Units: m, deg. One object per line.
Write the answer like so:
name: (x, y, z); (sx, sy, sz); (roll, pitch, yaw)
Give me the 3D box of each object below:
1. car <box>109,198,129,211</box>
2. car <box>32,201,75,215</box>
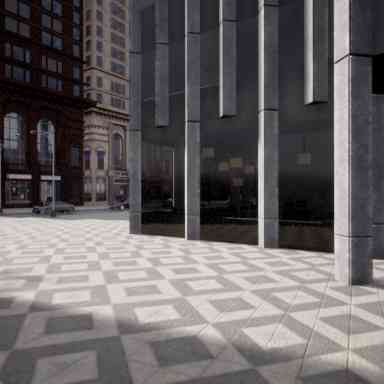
car: (-8.632, 1.601, 43.496); (1.837, 1.490, 4.892); (0, 0, 36)
car: (-14.589, 1.631, 35.167); (1.994, 1.385, 4.181); (0, 0, 36)
